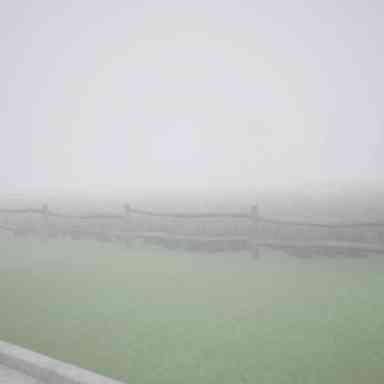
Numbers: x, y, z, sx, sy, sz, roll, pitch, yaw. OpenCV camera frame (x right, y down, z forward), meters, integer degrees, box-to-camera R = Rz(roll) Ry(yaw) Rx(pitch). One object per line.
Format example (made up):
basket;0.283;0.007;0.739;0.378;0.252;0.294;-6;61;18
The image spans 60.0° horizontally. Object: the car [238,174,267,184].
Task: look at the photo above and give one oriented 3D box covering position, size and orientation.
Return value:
car;10.160;-2.026;55.948;4.605;1.855;1.932;-1;3;30
